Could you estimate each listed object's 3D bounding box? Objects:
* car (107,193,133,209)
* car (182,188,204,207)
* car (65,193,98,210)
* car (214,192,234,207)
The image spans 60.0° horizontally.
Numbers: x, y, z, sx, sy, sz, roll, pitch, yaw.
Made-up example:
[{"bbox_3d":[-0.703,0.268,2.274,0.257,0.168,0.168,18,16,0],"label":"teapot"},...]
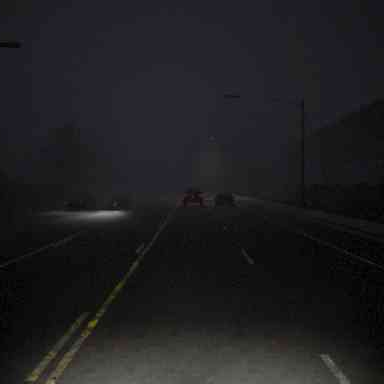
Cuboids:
[{"bbox_3d":[-7.078,0.893,33.059,2.128,1.511,4.902,0,1,0],"label":"car"},{"bbox_3d":[0.115,0.541,37.276,2.150,2.045,5.566,0,1,0],"label":"car"},{"bbox_3d":[-10.580,0.895,32.159,1.882,1.535,5.008,0,1,0],"label":"car"},{"bbox_3d":[3.614,0.788,37.762,1.882,1.535,5.008,0,1,0],"label":"car"}]
